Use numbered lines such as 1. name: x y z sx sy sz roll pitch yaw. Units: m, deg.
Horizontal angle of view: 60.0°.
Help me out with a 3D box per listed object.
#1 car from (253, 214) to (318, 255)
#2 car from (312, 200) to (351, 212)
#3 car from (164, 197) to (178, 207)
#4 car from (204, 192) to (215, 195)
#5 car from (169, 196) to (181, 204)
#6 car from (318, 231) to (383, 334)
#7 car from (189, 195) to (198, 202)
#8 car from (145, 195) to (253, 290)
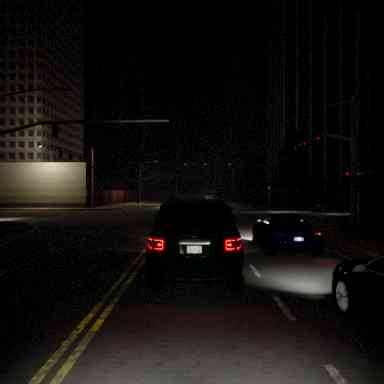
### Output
1. car: 3.639 1.564 13.256 1.994 1.385 4.181 0 0 1
2. car: 15.822 1.545 36.608 4.718 1.301 1.895 0 0 0
3. car: -3.313 1.504 52.691 1.837 1.490 4.892 0 0 0
4. car: 3.893 1.083 73.870 2.150 2.045 5.566 0 0 0
5. car: -3.221 1.477 63.029 1.882 1.535 5.008 0 0 1
6. car: 3.620 1.505 4.572 1.837 1.490 4.892 0 0 0
7. car: 0.393 1.358 73.859 1.837 1.490 4.892 0 0 0
8. car: 0.090 1.221 9.206 2.150 2.045 5.566 0 0 1
